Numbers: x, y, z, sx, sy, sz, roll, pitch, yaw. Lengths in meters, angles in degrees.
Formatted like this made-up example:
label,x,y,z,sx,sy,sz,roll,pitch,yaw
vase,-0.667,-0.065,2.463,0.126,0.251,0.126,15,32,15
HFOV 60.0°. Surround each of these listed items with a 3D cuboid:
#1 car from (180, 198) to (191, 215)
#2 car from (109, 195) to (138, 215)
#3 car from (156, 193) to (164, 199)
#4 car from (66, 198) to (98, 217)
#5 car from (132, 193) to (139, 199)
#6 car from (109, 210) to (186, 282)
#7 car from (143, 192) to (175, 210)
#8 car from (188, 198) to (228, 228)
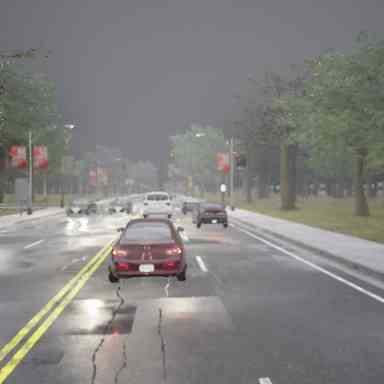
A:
label,x,y,z,sx,sy,sz,roll,pitch,yaw
car,0.008,1.284,31.131,2.128,1.511,4.902,0,0,-5
car,-6.576,1.303,31.141,2.128,1.511,4.902,0,0,-5
car,-8.253,0.951,86.117,1.882,1.535,5.008,0,0,-5
car,-9.708,1.321,29.613,2.128,1.511,4.902,0,0,-5
car,-14.692,1.031,85.150,1.812,1.442,4.674,0,0,-5
car,-1.189,1.463,9.482,1.812,1.442,4.674,0,1,-5
car,-2.776,1.048,26.932,2.150,2.045,5.566,0,0,-5
car,1.041,1.361,20.850,1.837,1.490,4.892,0,0,-5
